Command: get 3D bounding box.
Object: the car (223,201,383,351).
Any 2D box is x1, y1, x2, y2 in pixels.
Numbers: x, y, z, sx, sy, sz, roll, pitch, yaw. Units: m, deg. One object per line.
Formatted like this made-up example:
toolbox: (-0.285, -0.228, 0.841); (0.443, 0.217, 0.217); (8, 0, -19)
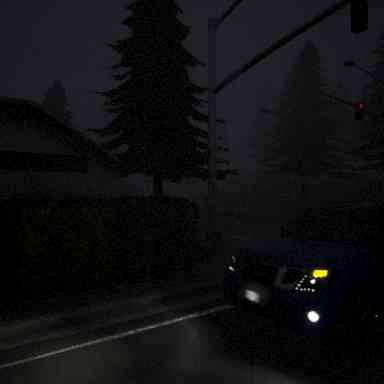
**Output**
car: (3.236, 1.221, 6.540); (5.566, 2.045, 2.150); (0, -1, -33)
